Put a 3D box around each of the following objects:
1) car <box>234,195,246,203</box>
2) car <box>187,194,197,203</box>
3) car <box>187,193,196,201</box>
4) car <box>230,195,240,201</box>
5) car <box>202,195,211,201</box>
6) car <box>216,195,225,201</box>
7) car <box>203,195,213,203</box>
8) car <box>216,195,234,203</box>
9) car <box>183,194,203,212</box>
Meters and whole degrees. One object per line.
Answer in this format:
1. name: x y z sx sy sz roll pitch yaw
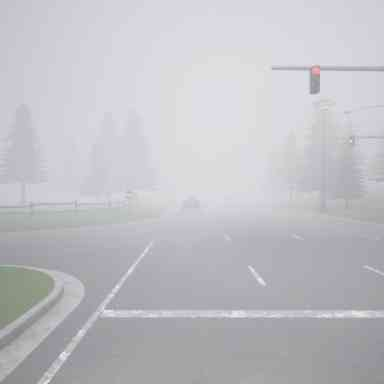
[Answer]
1. car: 10.430 1.517 70.784 1.812 1.442 4.674 0 0 0
2. car: -0.070 1.348 70.743 2.097 1.767 4.553 0 0 0
3. car: -0.080 1.188 80.746 2.097 1.767 4.553 0 0 0
4. car: 10.420 1.385 80.787 1.994 1.385 4.181 0 0 0
5. car: 3.420 1.428 80.810 1.895 1.301 4.718 0 0 0
6. car: 6.920 1.385 80.783 1.994 1.385 4.181 0 0 0
7. car: 3.430 1.545 70.777 1.994 1.385 4.181 0 0 0
8. car: 6.930 1.531 70.364 2.033 1.411 5.357 0 0 0
9. car: -0.039 1.352 39.706 2.097 1.767 4.553 0 0 0
